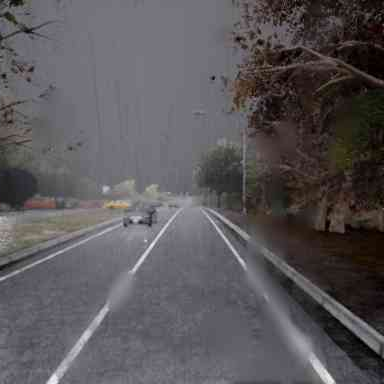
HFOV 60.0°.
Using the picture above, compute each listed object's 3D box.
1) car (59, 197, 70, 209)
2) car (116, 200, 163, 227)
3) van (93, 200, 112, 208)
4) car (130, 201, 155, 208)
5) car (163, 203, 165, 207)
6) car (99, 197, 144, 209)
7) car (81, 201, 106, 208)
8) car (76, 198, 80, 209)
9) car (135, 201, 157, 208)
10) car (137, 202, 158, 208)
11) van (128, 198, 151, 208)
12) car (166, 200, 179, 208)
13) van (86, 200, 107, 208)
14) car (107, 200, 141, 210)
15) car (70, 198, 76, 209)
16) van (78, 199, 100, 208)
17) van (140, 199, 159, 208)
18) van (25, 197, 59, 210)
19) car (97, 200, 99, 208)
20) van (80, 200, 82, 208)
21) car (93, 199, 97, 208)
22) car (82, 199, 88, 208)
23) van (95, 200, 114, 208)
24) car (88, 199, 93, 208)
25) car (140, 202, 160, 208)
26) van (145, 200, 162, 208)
[{"bbox_3d":[-23.622,1.845,54.528,5.566,2.045,2.435,0,-2,0],"label":"car"},{"bbox_3d":[-3.424,1.501,22.648,2.128,1.511,4.902,0,0,0],"label":"car"},{"bbox_3d":[-23.567,3.107,87.594,4.442,1.987,1.878,0,-3,0],"label":"van"},{"bbox_3d":[-10.564,2.670,70.976,5.008,1.535,2.097,0,-2,0],"label":"car"},{"bbox_3d":[-10.632,3.052,87.614,5.566,2.045,2.435,0,-3,0],"label":"car"},{"bbox_3d":[-10.313,1.891,48.796,5.366,1.575,1.946,0,-2,0],"label":"car"},{"bbox_3d":[-23.476,3.011,79.433,5.366,1.575,1.946,0,-2,0],"label":"car"},{"bbox_3d":[-23.602,2.295,60.052,4.892,1.521,2.231,0,-2,0],"label":"car"},{"bbox_3d":[-10.543,2.905,76.522,4.792,1.488,2.163,0,-2,0],"label":"car"},{"bbox_3d":[-10.583,3.019,79.297,4.674,1.452,2.002,0,-2,0],"label":"car"},{"bbox_3d":[-10.668,2.341,68.209,4.442,1.987,1.878,0,-2,0],"label":"van"},{"bbox_3d":[-3.479,2.416,64.285,1.837,1.490,4.892,0,-2,0],"label":"car"},{"bbox_3d":[-23.552,2.892,82.207,4.442,1.987,1.878,0,-2,0],"label":"van"},{"bbox_3d":[-10.511,1.975,51.563,4.892,1.521,2.231,0,-2,0],"label":"car"},{"bbox_3d":[-23.416,2.190,57.287,5.366,1.575,1.946,0,-2,0],"label":"car"},{"bbox_3d":[-23.771,2.686,76.670,4.442,1.987,1.878,0,-2,0],"label":"van"},{"bbox_3d":[-10.472,2.856,82.082,4.442,1.987,1.878,0,-2,0],"label":"van"},{"bbox_3d":[-23.704,1.780,51.636,4.442,1.987,1.878,0,-2,0],"label":"van"},{"bbox_3d":[-23.640,2.810,73.894,4.892,1.521,2.231,0,-2,0],"label":"car"},{"bbox_3d":[-23.733,2.172,62.829,4.442,1.987,1.878,0,-2,0],"label":"van"},{"bbox_3d":[-23.633,2.706,71.126,5.008,1.535,2.097,0,-2,0],"label":"car"},{"bbox_3d":[-23.592,2.374,65.593,4.553,1.767,2.185,0,-2,0],"label":"car"},{"bbox_3d":[-23.808,3.262,90.492,4.442,1.987,1.878,0,-3,0],"label":"van"},{"bbox_3d":[-23.625,2.598,68.232,5.008,1.535,2.097,0,-2,0],"label":"car"},{"bbox_3d":[-10.625,3.215,84.852,4.792,1.488,2.163,0,-3,0],"label":"car"},{"bbox_3d":[-10.494,3.225,90.385,4.442,1.987,1.878,0,-3,0],"label":"van"}]
